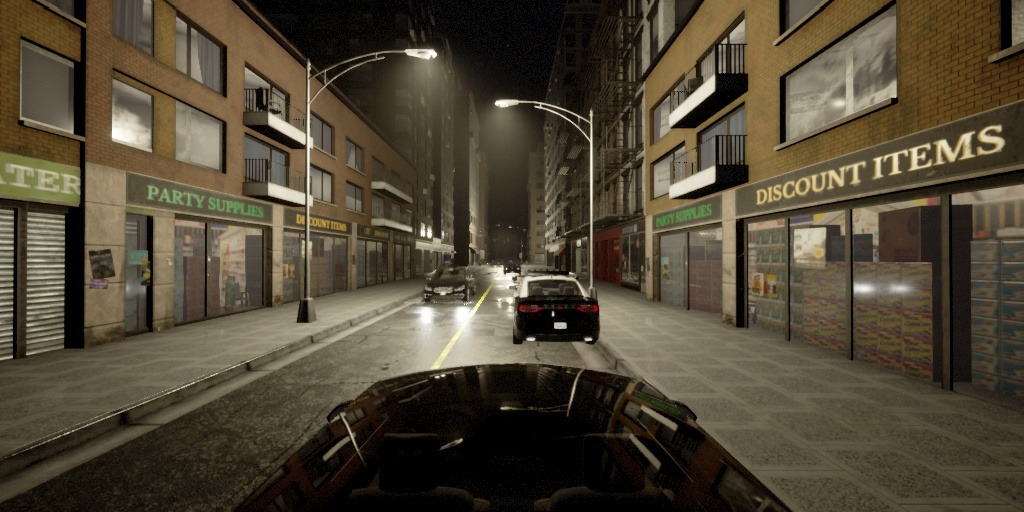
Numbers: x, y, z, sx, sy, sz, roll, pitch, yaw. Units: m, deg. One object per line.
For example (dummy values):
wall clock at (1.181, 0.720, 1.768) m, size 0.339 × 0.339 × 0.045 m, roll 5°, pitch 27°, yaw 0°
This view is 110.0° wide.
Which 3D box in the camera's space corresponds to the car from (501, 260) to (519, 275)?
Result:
car at (0.047, 1.373, 39.269) m, size 1.895 × 1.301 × 4.718 m, roll 0°, pitch 0°, yaw 0°

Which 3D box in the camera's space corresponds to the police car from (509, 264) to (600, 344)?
police car at (0.957, 1.178, 9.687) m, size 1.930 × 1.638 × 5.238 m, roll 0°, pitch 0°, yaw 0°

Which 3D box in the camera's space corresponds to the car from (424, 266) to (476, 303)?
car at (-2.761, 1.259, 16.740) m, size 1.837 × 1.490 × 4.892 m, roll 0°, pitch 0°, yaw 0°
